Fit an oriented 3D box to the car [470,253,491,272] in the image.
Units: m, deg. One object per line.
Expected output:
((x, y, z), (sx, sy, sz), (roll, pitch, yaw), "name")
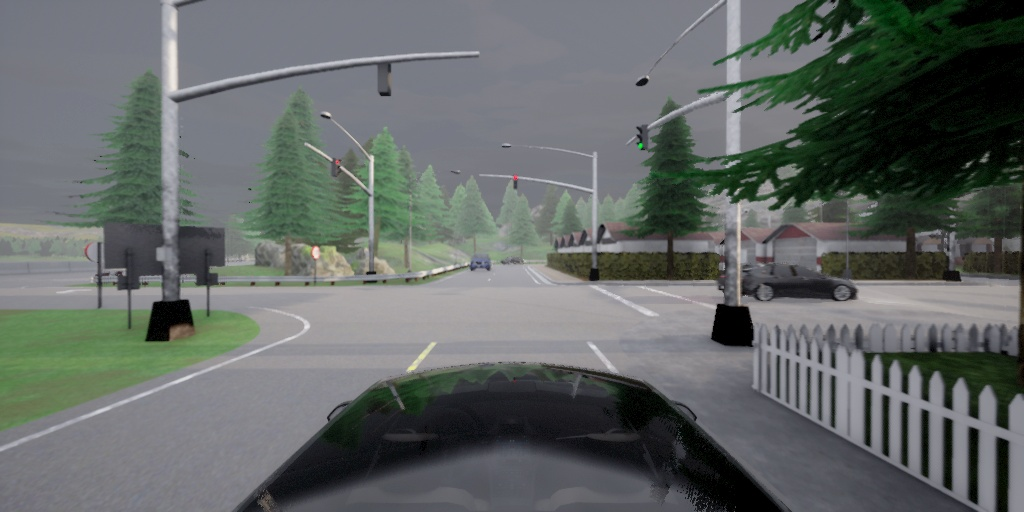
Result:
((-3.613, 0.705, 41.713), (2.150, 2.045, 5.566), (0, 0, 0), "car")

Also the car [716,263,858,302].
((10.783, 1.048, 14.187), (4.892, 1.490, 1.837), (1, 0, 0), "car")

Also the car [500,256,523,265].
((-0.032, 0.829, 63.736), (1.837, 1.490, 4.892), (0, 0, 44), "car")
